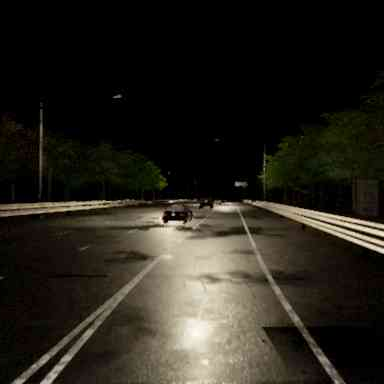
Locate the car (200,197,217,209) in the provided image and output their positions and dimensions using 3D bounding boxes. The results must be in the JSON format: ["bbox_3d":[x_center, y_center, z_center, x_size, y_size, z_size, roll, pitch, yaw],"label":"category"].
[{"bbox_3d":[2.616,1.824,57.458,2.150,2.045,5.566,0,-1,7],"label":"car"}]

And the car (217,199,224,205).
[{"bbox_3d":[7.221,2.854,94.293,1.882,1.535,5.008,0,-1,7],"label":"car"}]

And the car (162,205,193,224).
[{"bbox_3d":[-1.080,1.751,27.035,2.033,1.411,5.357,0,0,7],"label":"car"}]
